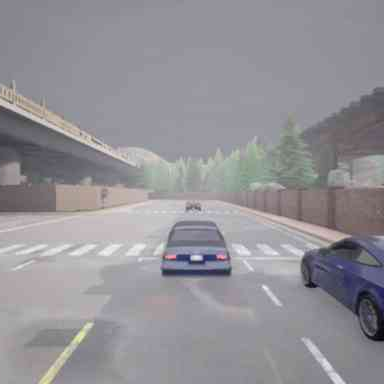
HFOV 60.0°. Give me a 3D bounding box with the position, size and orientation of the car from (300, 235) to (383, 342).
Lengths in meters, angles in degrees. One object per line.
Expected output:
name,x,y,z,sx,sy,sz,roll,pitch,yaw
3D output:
car,3.598,1.551,6.403,1.812,1.442,4.674,0,0,0

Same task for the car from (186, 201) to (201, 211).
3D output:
car,0.158,1.768,43.262,1.895,1.301,4.718,0,0,-1

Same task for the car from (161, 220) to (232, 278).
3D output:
car,0.098,1.587,10.240,2.033,1.411,5.357,0,0,0
